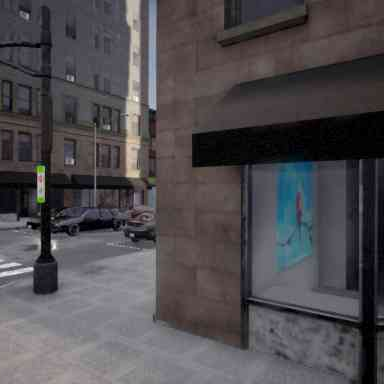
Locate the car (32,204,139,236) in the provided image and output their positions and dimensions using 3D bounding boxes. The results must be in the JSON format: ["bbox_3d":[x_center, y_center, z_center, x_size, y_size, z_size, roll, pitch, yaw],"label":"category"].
[{"bbox_3d":[-5.761,1.553,18.798,2.033,1.411,5.357,0,0,35],"label":"car"}]

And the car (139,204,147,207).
[{"bbox_3d":[-4.495,1.583,24.961,1.802,1.307,4.206,0,0,35],"label":"car"}]

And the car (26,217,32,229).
[{"bbox_3d":[-7.786,1.563,20.329,1.947,1.339,4.313,0,0,35],"label":"car"}]

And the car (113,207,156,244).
[{"bbox_3d":[-1.245,1.573,15.680,2.008,1.369,4.403,0,0,35],"label":"car"}]
